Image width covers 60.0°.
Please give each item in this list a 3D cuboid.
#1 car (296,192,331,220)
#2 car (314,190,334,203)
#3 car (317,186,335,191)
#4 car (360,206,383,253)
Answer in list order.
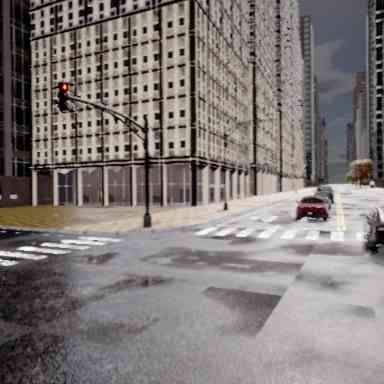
[{"bbox_3d":[8.321,0.998,22.896,1.882,1.535,5.008,-1,1,24],"label":"car"},{"bbox_3d":[12.279,0.847,31.883,2.033,1.411,5.357,-1,1,24],"label":"car"},{"bbox_3d":[16.594,0.278,41.677,2.150,2.045,5.566,-1,1,24],"label":"car"},{"bbox_3d":[7.463,1.268,12.315,2.128,1.511,4.902,-1,3,23],"label":"car"}]
